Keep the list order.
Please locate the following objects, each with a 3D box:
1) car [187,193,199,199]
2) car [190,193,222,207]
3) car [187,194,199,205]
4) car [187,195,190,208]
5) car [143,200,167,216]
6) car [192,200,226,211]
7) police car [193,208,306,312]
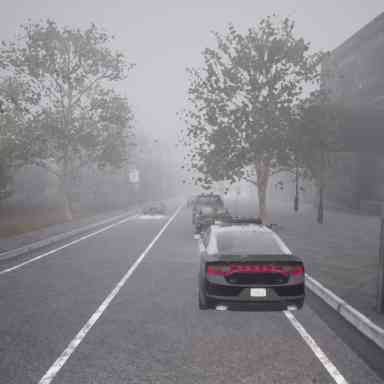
[{"bbox_3d":[0.356,1.044,89.115,1.837,1.490,4.892,1,1,15],"label":"car"},{"bbox_3d":[1.122,1.178,23.927,2.150,2.045,5.566,0,0,0],"label":"car"},{"bbox_3d":[0.183,1.242,58.143,2.097,1.767,4.553,0,0,1],"label":"car"},{"bbox_3d":[0.222,1.513,45.892,1.895,1.301,4.718,0,0,0],"label":"car"},{"bbox_3d":[-3.505,1.503,31.927,1.994,1.385,4.181,0,0,0],"label":"car"},{"bbox_3d":[1.104,1.444,17.876,1.882,1.535,5.008,0,0,0],"label":"car"},{"bbox_3d":[1.075,1.410,7.937,1.930,1.638,5.238,0,0,0],"label":"police car"}]
